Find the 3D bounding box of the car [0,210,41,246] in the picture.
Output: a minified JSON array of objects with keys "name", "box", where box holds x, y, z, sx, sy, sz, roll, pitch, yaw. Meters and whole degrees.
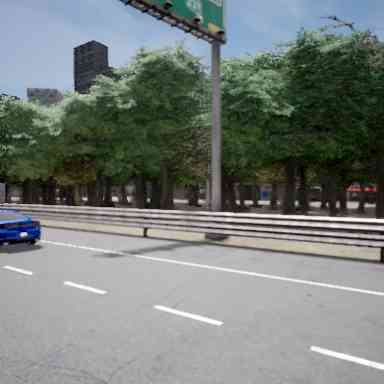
[{"name":"car","box":[-8.477,1.497,14.211,5.008,1.535,1.882,0,0,35]}]
